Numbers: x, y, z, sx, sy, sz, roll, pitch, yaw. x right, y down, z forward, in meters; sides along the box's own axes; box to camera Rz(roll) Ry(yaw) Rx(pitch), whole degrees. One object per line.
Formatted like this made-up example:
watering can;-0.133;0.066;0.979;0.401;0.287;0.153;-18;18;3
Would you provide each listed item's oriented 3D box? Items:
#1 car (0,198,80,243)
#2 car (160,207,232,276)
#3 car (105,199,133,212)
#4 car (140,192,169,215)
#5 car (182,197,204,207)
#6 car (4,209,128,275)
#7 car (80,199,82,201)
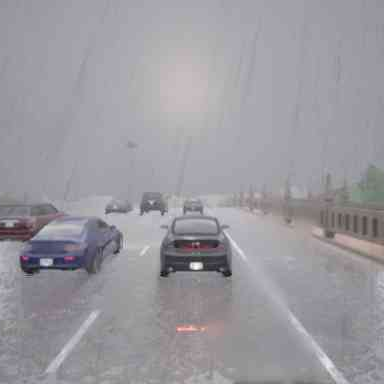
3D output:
car;-6.902;1.242;14.709;2.097;1.767;4.553;0;0;0
car;0.098;1.430;10.087;1.837;1.490;4.892;0;1;0
car;-6.905;1.328;31.871;1.994;1.385;4.181;0;0;0
car;-3.405;0.996;30.468;2.150;2.045;5.566;0;0;0
car;0.095;1.254;32.042;2.128;1.511;4.902;0;0;0
car;-3.402;1.450;10.073;1.812;1.442;4.674;0;0;0
car;-21.009;1.990;58.596;2.150;2.045;5.566;0;-5;0
